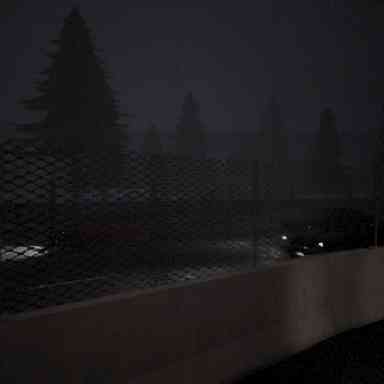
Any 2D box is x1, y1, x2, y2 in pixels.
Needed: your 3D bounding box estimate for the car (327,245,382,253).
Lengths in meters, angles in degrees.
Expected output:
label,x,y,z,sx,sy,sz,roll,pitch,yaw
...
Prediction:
label,x,y,z,sx,sy,sz,roll,pitch,yaw
car,5.161,1.549,11.051,4.718,1.301,1.895,0,0,-29
